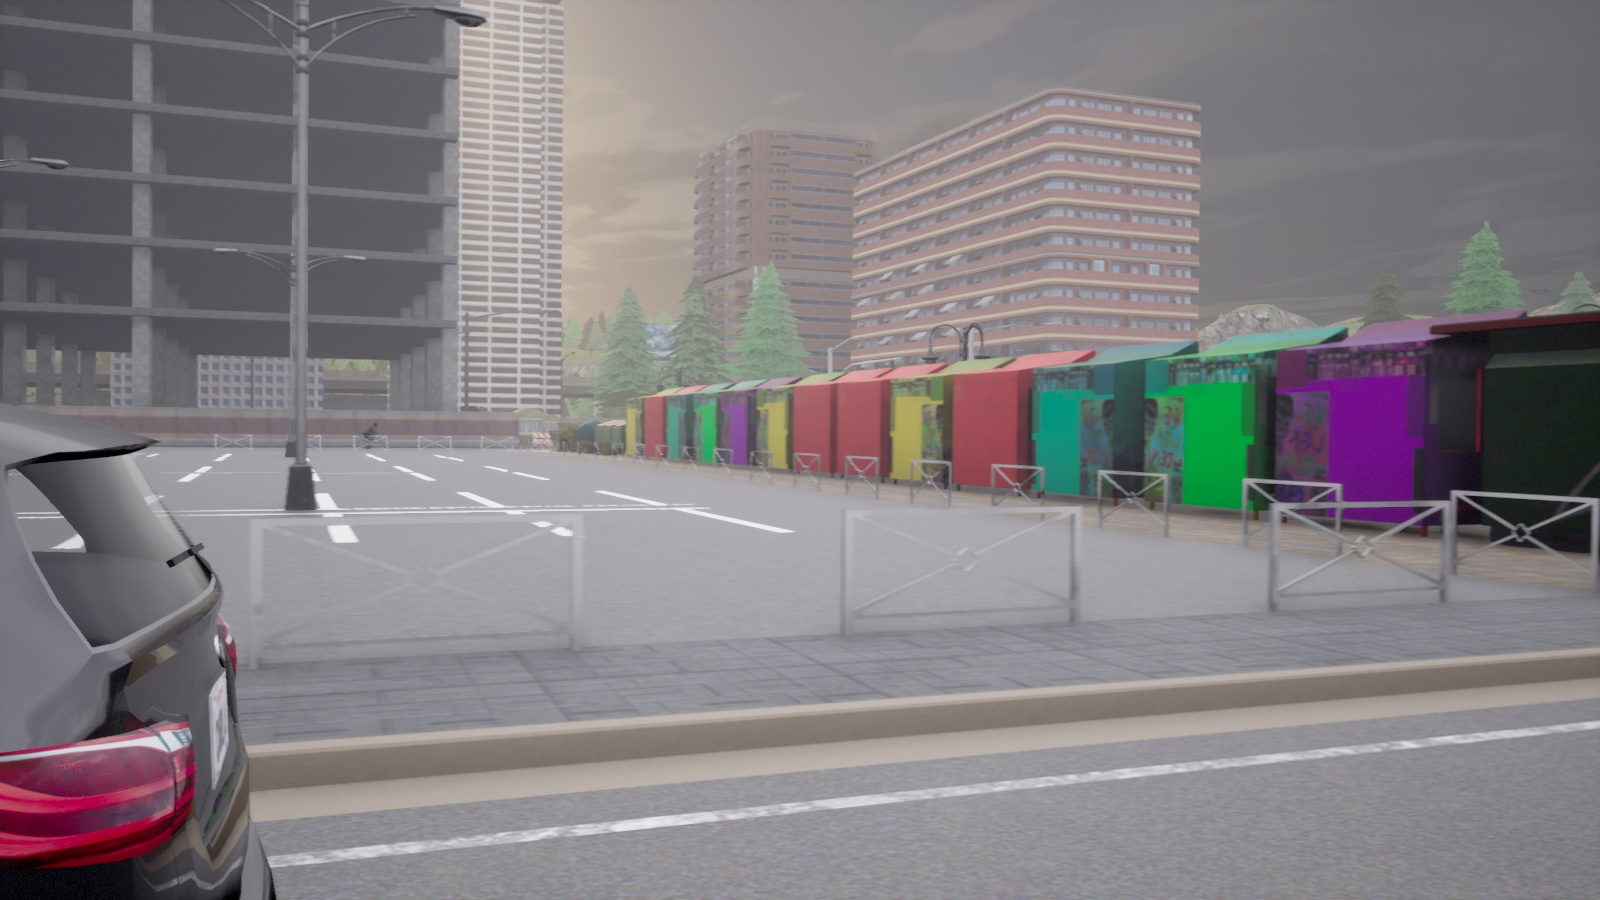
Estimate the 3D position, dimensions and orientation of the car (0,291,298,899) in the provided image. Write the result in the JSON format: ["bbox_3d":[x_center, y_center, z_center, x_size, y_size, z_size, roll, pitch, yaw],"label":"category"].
[{"bbox_3d":[-3.309,0.646,1.981,4.611,1.667,2.242,-1,1,-21],"label":"car"}]
